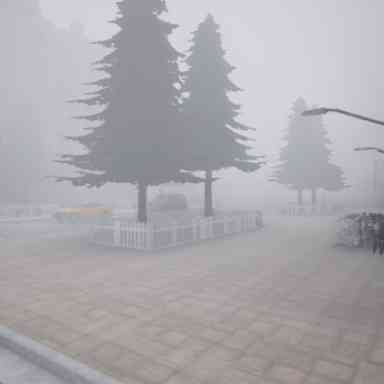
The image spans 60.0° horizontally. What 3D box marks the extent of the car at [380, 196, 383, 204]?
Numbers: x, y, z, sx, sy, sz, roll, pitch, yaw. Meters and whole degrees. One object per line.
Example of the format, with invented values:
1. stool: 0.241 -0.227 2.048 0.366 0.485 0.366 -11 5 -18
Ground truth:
1. car: 34.697 1.388 59.525 1.845 1.501 3.633 0 0 34

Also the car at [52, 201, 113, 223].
1. car: -8.584 1.496 26.415 1.882 1.535 5.008 0 0 34

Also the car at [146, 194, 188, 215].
1. car: -2.665 1.240 35.238 2.150 2.045 5.566 0 0 34
